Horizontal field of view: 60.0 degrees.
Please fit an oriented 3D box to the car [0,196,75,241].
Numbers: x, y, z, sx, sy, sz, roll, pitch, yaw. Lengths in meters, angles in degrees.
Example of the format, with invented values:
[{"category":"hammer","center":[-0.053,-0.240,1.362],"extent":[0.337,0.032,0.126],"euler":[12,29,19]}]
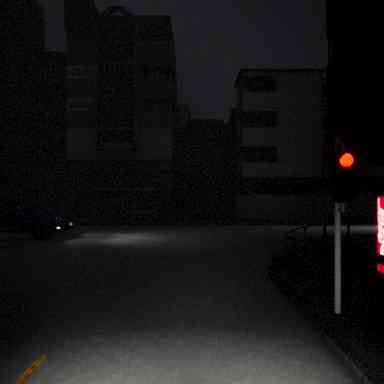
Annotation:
[{"category":"car","center":[-8.695,1.223,16.280],"extent":[5.566,2.045,2.150],"euler":[0,0,0]}]
